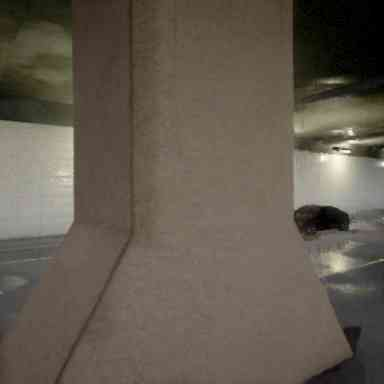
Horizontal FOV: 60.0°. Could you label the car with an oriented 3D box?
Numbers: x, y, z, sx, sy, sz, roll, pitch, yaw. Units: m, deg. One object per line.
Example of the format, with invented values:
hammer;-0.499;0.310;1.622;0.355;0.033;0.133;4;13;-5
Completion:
car;6.298;1.381;17.081;4.674;1.442;1.812;-1;0;-36
